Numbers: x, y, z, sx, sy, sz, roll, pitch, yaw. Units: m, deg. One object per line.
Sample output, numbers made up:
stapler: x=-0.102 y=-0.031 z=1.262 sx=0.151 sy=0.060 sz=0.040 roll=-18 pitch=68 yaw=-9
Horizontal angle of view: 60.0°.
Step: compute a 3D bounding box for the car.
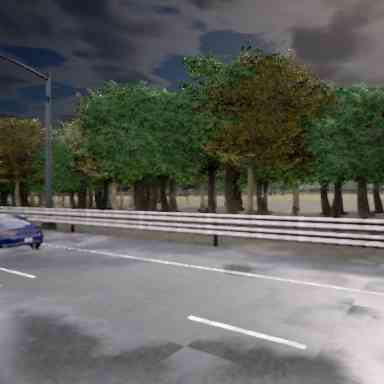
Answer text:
car: x=-8.046 y=1.664 z=13.915 sx=4.674 sy=1.442 sz=1.812 roll=0 pitch=0 yaw=36
